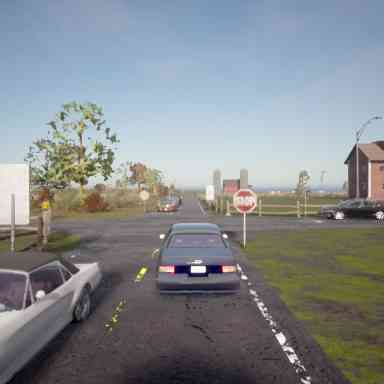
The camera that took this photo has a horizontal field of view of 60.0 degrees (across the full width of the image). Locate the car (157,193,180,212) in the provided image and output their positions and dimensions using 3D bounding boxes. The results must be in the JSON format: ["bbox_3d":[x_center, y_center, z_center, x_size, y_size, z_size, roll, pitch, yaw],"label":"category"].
[{"bbox_3d":[-2.881,1.349,38.797,2.097,1.767,4.553,0,0,0],"label":"car"}]

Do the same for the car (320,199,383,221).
[{"bbox_3d":[11.991,1.300,24.553,4.892,1.490,1.837,0,0,0],"label":"car"}]

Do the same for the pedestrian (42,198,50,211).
[{"bbox_3d":[-12.183,1.412,27.744,0.375,1.860,0.375,0,1,0],"label":"pedestrian"}]

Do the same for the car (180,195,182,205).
[{"bbox_3d":[-2.882,1.522,48.847,1.812,1.442,4.674,0,0,1],"label":"car"}]

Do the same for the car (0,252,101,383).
[{"bbox_3d":[-2.779,1.600,4.389,1.895,1.301,4.718,0,0,1],"label":"car"}]

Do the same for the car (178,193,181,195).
[{"bbox_3d":[-2.880,1.217,59.147,2.150,2.045,5.566,0,0,0],"label":"car"}]

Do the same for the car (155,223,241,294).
[{"bbox_3d":[0.067,1.546,8.955,2.033,1.411,5.357,0,0,-1],"label":"car"}]
